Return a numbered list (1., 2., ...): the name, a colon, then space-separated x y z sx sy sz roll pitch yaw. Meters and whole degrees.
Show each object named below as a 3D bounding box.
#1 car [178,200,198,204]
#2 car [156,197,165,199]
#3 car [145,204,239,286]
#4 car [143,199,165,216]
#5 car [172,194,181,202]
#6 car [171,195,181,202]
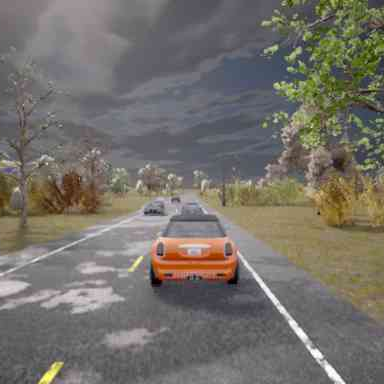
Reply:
1. car: -0.010 1.660 28.943 2.033 1.411 5.357 0 0 0
2. car: -7.100 1.752 74.647 1.812 1.442 4.674 0 0 -6
3. car: 0.058 1.391 9.705 2.097 1.767 4.553 0 0 0
4. car: -3.763 1.693 34.028 1.994 1.385 4.181 0 0 -1
5. car: -3.879 1.474 82.093 2.097 1.767 4.553 0 0 0
6. car: -3.729 1.544 74.727 1.837 1.490 4.892 0 0 -2
